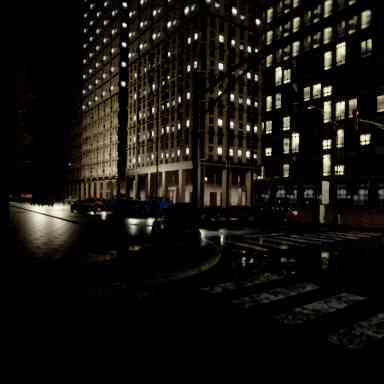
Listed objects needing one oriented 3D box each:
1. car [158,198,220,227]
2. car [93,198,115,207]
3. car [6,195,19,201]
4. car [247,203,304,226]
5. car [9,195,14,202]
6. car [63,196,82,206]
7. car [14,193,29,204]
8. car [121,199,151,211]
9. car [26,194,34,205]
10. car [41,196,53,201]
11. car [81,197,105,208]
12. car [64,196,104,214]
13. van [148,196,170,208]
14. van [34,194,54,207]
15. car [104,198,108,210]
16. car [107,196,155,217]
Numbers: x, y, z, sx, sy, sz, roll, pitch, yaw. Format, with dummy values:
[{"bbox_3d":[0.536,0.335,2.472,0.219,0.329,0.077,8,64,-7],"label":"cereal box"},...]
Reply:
[{"bbox_3d":[-0.154,1.425,22.425,1.882,1.535,5.008,1,-1,-36],"label":"car"},{"bbox_3d":[-13.728,1.587,51.631,1.947,1.339,4.313,1,-1,-35],"label":"car"},{"bbox_3d":[-40.144,1.378,74.456,2.008,1.369,4.403,1,-1,-35],"label":"car"},{"bbox_3d":[5.852,1.505,23.967,1.967,1.590,4.097,1,-1,-35],"label":"car"},{"bbox_3d":[-36.882,1.397,69.846,1.947,1.339,4.313,1,-1,-35],"label":"car"},{"bbox_3d":[-20.350,1.486,56.334,1.812,1.442,4.674,1,-1,-35],"label":"car"},{"bbox_3d":[-30.352,1.155,60.626,2.192,1.841,5.009,1,-1,-35],"label":"car"},{"bbox_3d":[-7.202,1.585,42.409,2.008,1.369,4.403,1,-1,-35],"label":"car"},{"bbox_3d":[-23.831,1.432,51.402,1.802,1.307,4.206,1,-1,-35],"label":"car"},{"bbox_3d":[-36.569,1.571,83.906,1.802,1.307,4.206,1,-1,-35],"label":"car"},{"bbox_3d":[-14.360,1.477,47.961,1.837,1.490,4.892,1,-1,-35],"label":"car"},{"bbox_3d":[-10.779,1.427,32.959,2.008,1.369,4.403,1,-1,-35],"label":"car"},{"bbox_3d":[-3.935,1.382,37.800,1.690,1.788,3.998,1,-1,-35],"label":"van"},{"bbox_3d":[-20.564,1.197,46.793,1.690,1.788,3.998,1,-1,-35],"label":"van"},{"bbox_3d":[-11.748,1.468,38.833,2.033,1.411,5.357,1,-1,-35],"label":"car"},{"bbox_3d":[-5.602,1.412,30.128,1.882,1.535,5.008,1,-1,-35],"label":"car"}]
